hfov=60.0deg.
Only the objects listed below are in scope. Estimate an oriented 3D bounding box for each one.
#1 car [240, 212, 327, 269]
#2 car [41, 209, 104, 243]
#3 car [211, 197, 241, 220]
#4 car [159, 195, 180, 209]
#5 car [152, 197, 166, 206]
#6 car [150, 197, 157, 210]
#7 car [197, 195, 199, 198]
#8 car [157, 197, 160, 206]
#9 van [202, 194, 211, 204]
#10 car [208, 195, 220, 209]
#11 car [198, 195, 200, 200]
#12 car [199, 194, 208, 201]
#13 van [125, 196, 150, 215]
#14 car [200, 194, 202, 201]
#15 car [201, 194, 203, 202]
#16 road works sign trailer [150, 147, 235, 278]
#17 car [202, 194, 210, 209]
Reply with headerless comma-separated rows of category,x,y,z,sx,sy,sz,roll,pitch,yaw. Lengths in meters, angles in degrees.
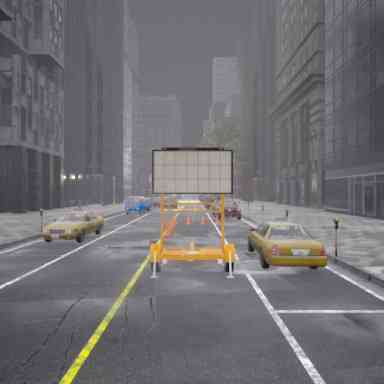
car,2.883,1.520,10.984,1.752,1.417,4.829,0,0,1
car,-5.641,1.518,16.244,1.752,1.417,4.829,0,0,1
car,2.905,1.429,27.700,1.967,1.590,4.097,0,0,0
car,-2.925,1.510,44.919,1.837,1.490,4.892,0,0,0
car,-5.573,1.570,55.924,1.887,1.381,4.507,0,0,0
car,-5.602,1.562,39.007,1.947,1.339,4.313,0,0,0
car,2.999,1.657,84.093,1.947,1.339,4.313,0,0,0
car,-5.583,1.455,50.286,1.967,1.590,4.097,0,0,0
van,2.972,1.387,67.176,1.690,1.788,3.998,0,0,0
car,2.914,1.432,33.339,1.967,1.590,4.097,0,0,0
car,2.990,1.653,78.455,1.802,1.307,4.206,0,0,0
car,3.009,1.428,89.734,2.192,1.841,5.009,0,0,0
van,-5.610,1.333,33.369,1.690,1.788,3.998,0,0,0
car,2.962,1.475,61.536,1.967,1.590,4.097,0,0,0
car,2.943,1.330,50.257,2.192,1.841,5.009,0,0,0
road works sign trailer,0.016,0.460,10.098,2.380,3.560,2.880,0,0,0
car,2.933,1.320,44.619,2.192,1.841,5.009,0,0,0
